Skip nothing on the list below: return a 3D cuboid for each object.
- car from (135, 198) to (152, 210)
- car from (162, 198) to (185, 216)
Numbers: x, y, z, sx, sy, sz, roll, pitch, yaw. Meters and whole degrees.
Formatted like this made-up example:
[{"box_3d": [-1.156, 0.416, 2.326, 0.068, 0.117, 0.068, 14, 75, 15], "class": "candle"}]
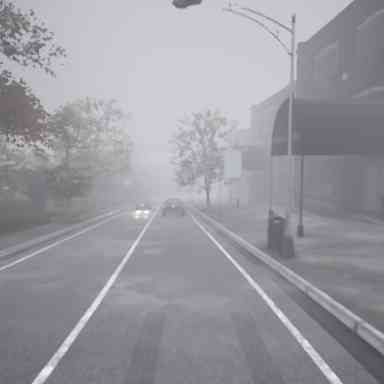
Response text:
[{"box_3d": [-6.228, 1.506, 42.894, 2.128, 1.511, 4.902, -1, 0, -4], "class": "car"}, {"box_3d": [-1.833, 1.334, 32.534, 2.097, 1.767, 4.553, -1, 0, -4], "class": "car"}]
